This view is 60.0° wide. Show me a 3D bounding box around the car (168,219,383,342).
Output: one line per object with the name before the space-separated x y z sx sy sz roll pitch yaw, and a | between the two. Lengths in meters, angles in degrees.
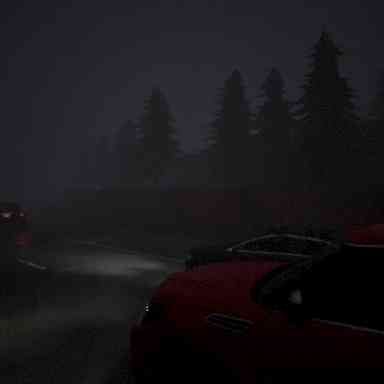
car | 2.034 1.510 7.040 4.902 1.511 2.128 0 0 37

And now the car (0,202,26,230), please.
car | -11.891 1.375 20.517 2.097 1.767 4.553 0 0 -40

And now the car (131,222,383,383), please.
car | 2.010 1.232 2.664 5.566 2.045 2.150 0 0 36
